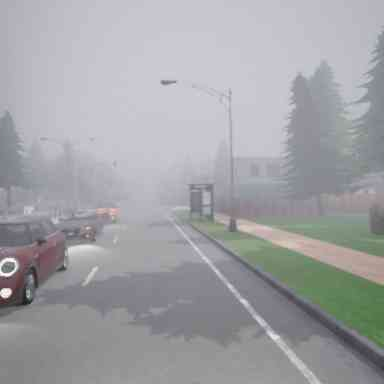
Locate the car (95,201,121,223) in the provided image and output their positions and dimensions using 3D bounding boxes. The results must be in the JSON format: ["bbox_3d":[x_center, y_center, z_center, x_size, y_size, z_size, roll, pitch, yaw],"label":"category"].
[{"bbox_3d":[-7.038,1.546,27.014,2.097,1.767,4.553,-1,0,-7],"label":"car"}]

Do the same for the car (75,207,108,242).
[{"bbox_3d":[-5.708,1.711,16.986,1.994,1.385,4.181,-1,0,-7],"label":"car"}]

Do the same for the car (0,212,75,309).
[{"bbox_3d":[-4.534,1.458,8.109,2.097,1.767,4.553,-1,0,-8],"label":"car"}]
